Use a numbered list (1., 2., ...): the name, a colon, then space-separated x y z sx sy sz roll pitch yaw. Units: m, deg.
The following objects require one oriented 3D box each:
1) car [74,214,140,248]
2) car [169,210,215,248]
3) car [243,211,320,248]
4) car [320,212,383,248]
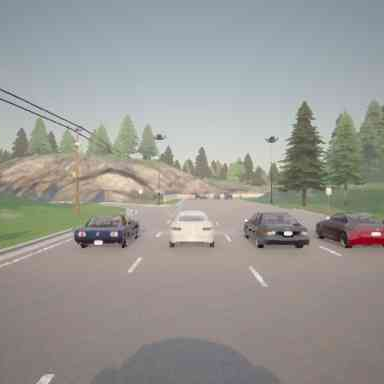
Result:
1. car: -3.500 1.613 14.680 1.895 1.301 4.718 0 0 0
2. car: 0.000 1.530 14.650 1.812 1.442 4.674 0 0 0
3. car: 3.500 1.560 14.650 2.033 1.411 5.357 0 0 0
4. car: 7.000 1.570 14.650 1.994 1.385 4.181 0 0 0
